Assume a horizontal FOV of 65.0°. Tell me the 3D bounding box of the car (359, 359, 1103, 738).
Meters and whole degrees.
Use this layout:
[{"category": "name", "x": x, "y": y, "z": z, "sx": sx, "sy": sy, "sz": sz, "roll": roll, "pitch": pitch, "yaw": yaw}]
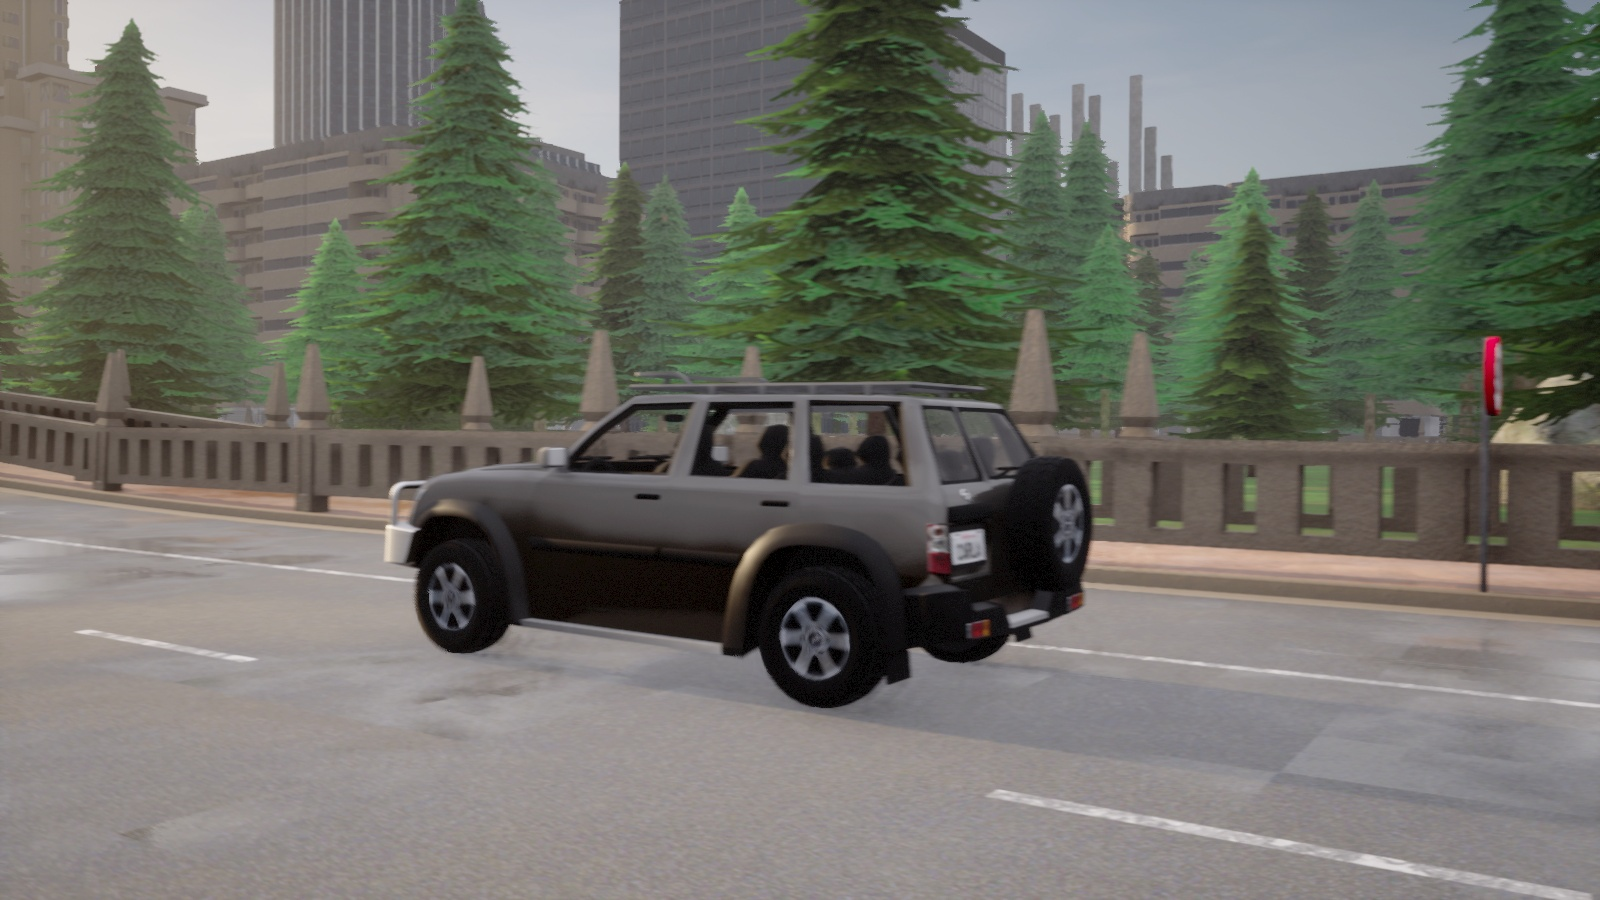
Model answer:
[{"category": "car", "x": -0.586, "y": 0.456, "z": 8.212, "sx": 4.605, "sy": 1.855, "sz": 1.932, "roll": 0, "pitch": 1, "yaw": 34}]
